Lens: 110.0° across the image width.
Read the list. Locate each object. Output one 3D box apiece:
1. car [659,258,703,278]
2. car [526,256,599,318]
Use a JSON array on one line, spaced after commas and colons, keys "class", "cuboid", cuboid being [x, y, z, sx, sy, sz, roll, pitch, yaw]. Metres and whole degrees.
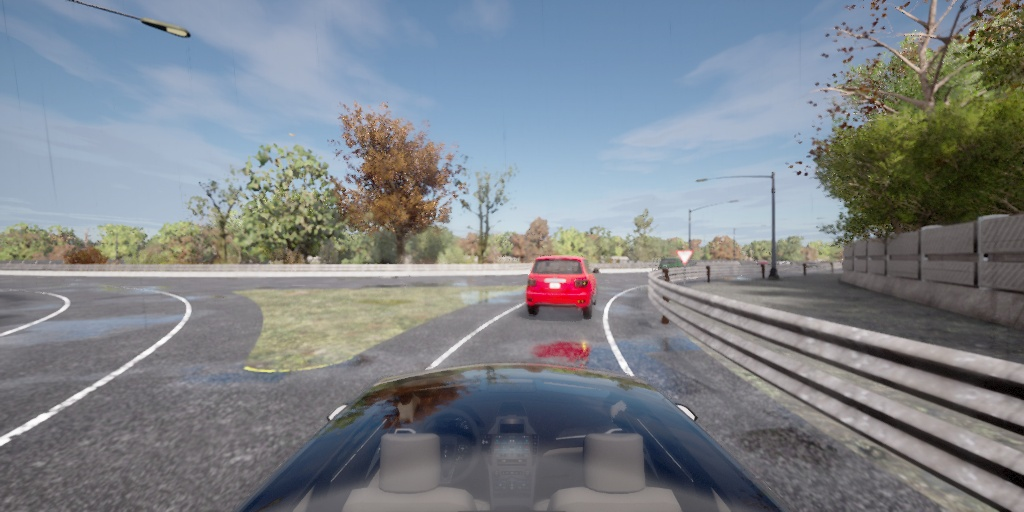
[{"class": "car", "cuboid": [16.708, 1.199, 35.516, 5.566, 2.045, 2.150, 0, -1, -38]}, {"class": "car", "cuboid": [2.057, 1.046, 13.684, 2.150, 2.045, 5.566, 0, -1, 16]}]
